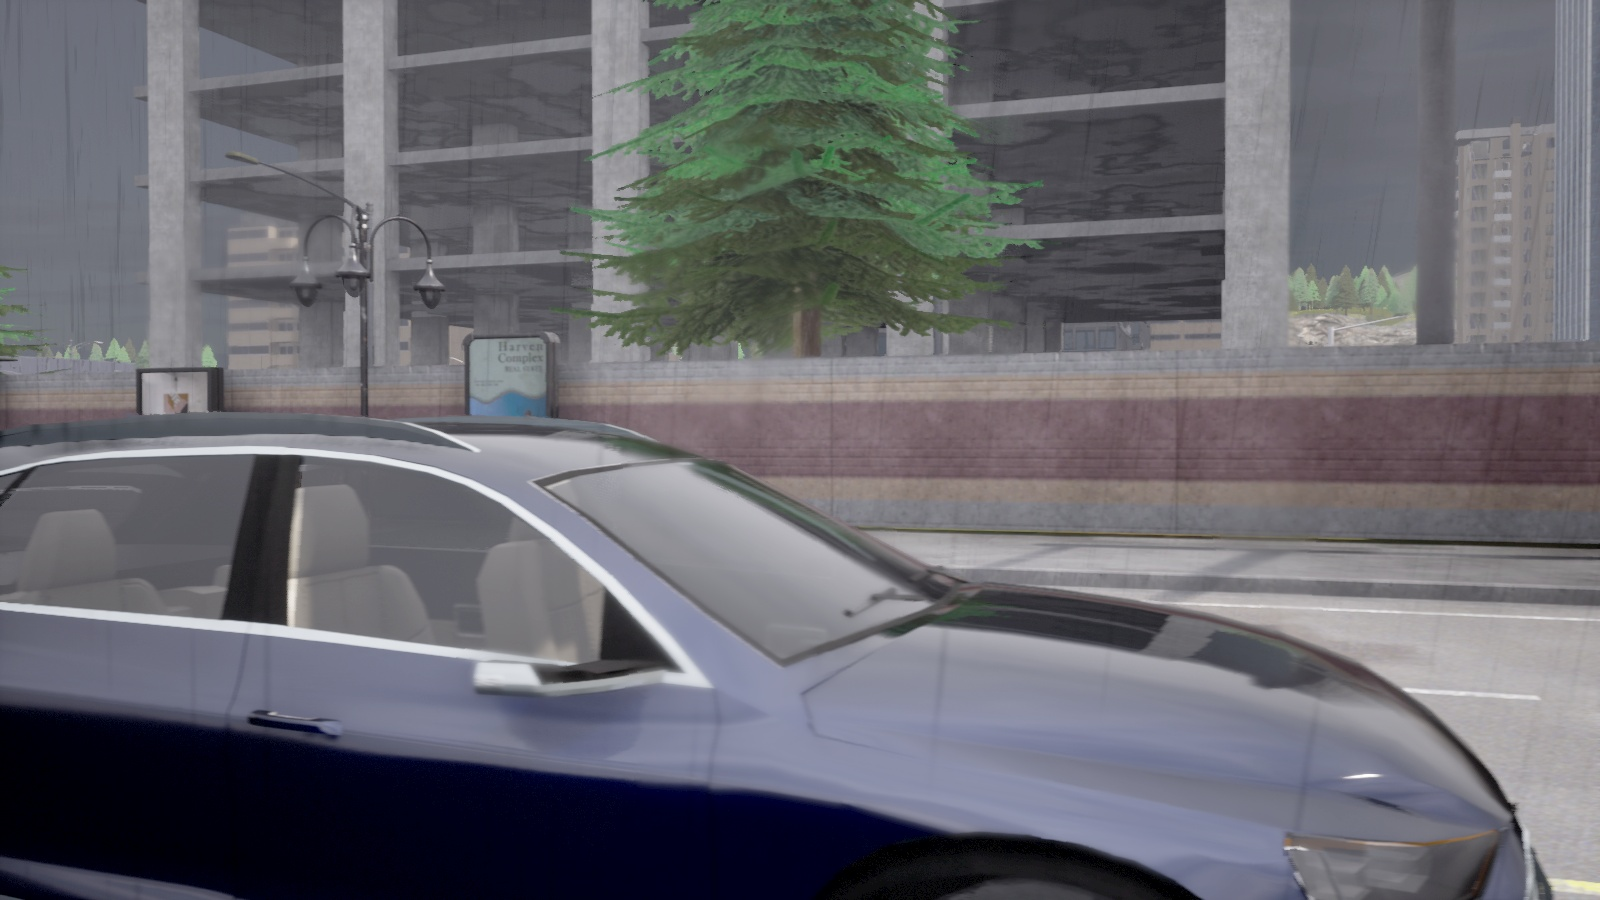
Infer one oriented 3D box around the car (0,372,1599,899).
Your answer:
[{"bbox_3d":[-0.720,0.696,3.434,4.856,1.649,2.033,0,1,19],"label":"car"}]
